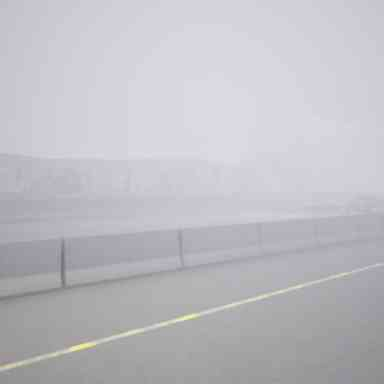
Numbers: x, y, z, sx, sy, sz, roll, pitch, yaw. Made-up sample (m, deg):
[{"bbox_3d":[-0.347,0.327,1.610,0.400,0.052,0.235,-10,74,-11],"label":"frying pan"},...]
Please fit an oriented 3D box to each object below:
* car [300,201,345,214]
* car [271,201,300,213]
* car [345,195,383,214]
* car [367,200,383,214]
[{"bbox_3d":[14.285,1.680,36.374,4.718,1.301,1.895,0,0,-37],"label":"car"},{"bbox_3d":[11.312,1.693,38.522,4.718,1.301,1.895,0,0,-37],"label":"car"},{"bbox_3d":[18.182,1.291,34.923,5.566,2.045,2.150,0,0,-37],"label":"car"},{"bbox_3d":[18.616,1.656,30.874,4.718,1.301,1.895,0,0,-37],"label":"car"}]
